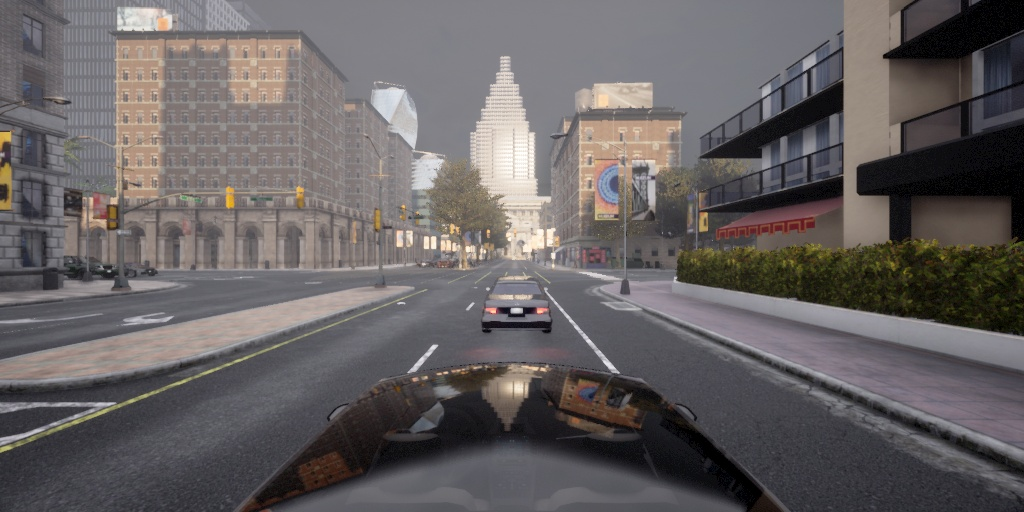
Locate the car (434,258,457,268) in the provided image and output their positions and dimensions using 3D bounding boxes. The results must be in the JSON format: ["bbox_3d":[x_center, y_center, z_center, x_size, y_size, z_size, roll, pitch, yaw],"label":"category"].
[{"bbox_3d":[-11.065,1.098,59.635,2.097,1.767,4.553,0,0,1],"label":"car"}]

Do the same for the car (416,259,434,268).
[{"bbox_3d":[-14.535,1.238,61.520,2.128,1.511,4.902,0,0,1],"label":"car"}]

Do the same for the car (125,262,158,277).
[{"bbox_3d":[-36.838,1.312,34.530,4.181,1.385,1.994,0,0,0],"label":"car"}]

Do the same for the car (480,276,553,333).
[{"bbox_3d":[0.143,1.297,10.709,2.033,1.411,5.357,0,0,1],"label":"car"}]

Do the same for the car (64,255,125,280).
[{"bbox_3d":[-37.615,0.970,31.029,5.566,2.045,2.150,0,0,0],"label":"car"}]
